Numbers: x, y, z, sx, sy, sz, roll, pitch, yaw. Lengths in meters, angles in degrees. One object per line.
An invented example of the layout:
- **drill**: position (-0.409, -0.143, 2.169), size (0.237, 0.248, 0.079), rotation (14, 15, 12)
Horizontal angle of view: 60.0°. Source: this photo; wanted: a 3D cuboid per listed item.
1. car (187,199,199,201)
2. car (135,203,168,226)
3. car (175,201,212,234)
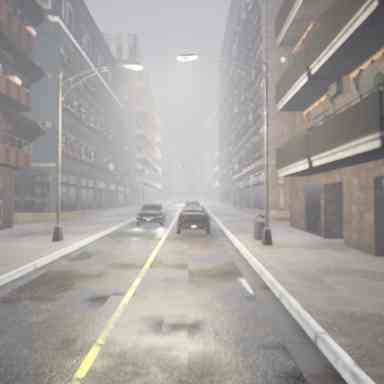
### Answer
- **car**: position (0.085, 1.551, 40.954), size (2.128, 1.511, 4.902), rotation (0, 0, 0)
- **car**: position (-2.759, 1.535, 23.445), size (1.837, 1.490, 4.892), rotation (0, -1, 0)
- **car**: position (0.093, 1.527, 19.534), size (1.837, 1.490, 4.892), rotation (0, 0, 0)
